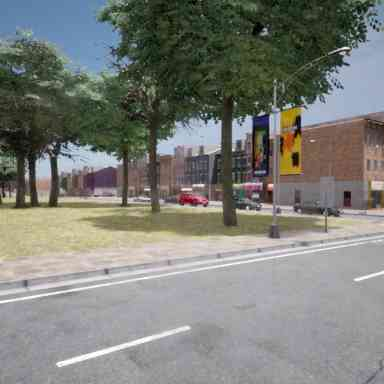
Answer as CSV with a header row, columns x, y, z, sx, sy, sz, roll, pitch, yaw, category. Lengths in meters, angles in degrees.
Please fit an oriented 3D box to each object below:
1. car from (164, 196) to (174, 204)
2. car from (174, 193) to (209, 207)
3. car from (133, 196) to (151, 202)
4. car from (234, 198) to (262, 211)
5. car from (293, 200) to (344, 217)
x,y,z,sx,sy,sz,roll,pitch,yaw,category
-3.257,1.377,59.015,2.128,1.511,4.902,1,0,-36,car
0.151,1.136,49.165,2.150,2.045,5.566,1,0,-35,car
-10.391,1.448,69.023,1.895,1.301,4.718,1,0,-35,car
6.352,1.496,40.431,1.837,1.490,4.892,1,0,-35,car
12.178,1.588,32.240,1.837,1.490,4.892,1,0,-35,car
